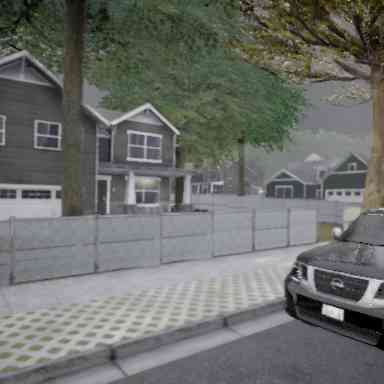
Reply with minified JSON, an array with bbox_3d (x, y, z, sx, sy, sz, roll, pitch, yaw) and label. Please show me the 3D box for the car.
[{"bbox_3d":[4.116,1.271,6.012,5.566,2.045,2.150,1,0,-36],"label":"car"}]
